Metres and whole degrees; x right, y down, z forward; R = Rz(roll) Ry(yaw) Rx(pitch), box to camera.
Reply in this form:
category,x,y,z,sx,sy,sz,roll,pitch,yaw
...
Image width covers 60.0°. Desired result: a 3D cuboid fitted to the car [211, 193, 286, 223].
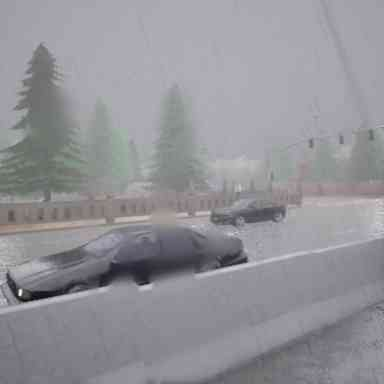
category,x,y,z,sx,sy,sz,roll,pitch,yaw
car,3.307,1.101,19.198,5.008,1.535,1.882,-2,1,-35

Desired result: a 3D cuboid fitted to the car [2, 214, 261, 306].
category,x,y,z,sx,sy,sz,roll,pitch,yaw
car,-1.145,1.486,7.472,5.357,1.411,2.033,-2,1,-35

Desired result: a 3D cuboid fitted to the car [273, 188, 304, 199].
category,x,y,z,sx,sy,sz,roll,pitch,yaw
car,13.305,0.231,46.427,2.097,1.767,4.553,-2,1,-35
